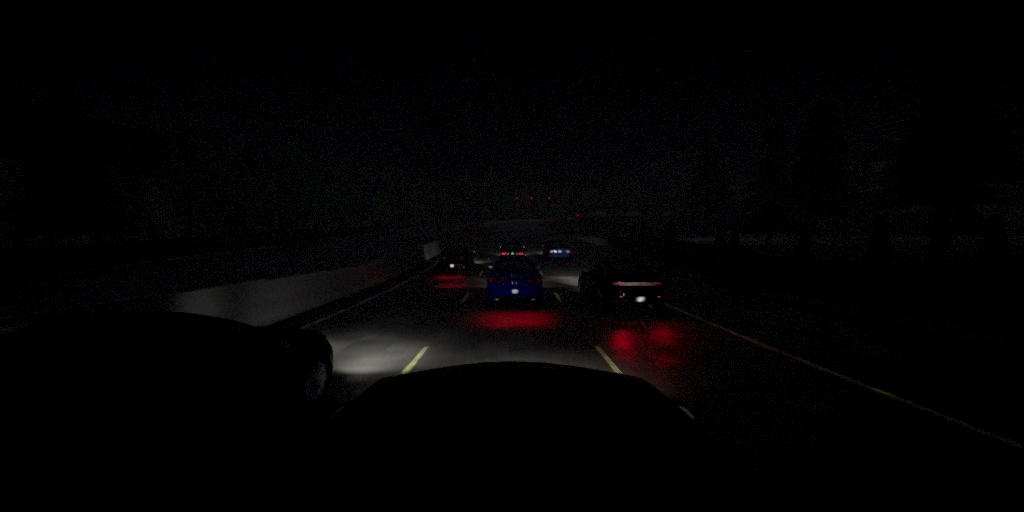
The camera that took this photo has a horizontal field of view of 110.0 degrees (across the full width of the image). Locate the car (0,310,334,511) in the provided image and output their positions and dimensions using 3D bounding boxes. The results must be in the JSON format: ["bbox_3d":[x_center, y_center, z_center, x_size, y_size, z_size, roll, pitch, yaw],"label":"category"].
[{"bbox_3d":[-3.401,1.232,3.087,1.837,1.490,4.892,0,1,0],"label":"car"}]

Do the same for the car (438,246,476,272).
[{"bbox_3d":[-3.449,0.069,22.922,1.837,1.490,4.892,0,6,0],"label":"car"}]

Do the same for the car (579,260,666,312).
[{"bbox_3d":[3.593,0.875,12.437,2.128,1.511,4.902,0,3,0],"label":"car"}]

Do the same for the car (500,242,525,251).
[{"bbox_3d":[0.027,-0.403,27.549,2.033,1.411,5.357,0,7,0],"label":"car"}]

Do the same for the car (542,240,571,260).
[{"bbox_3d":[3.521,-0.568,29.017,2.033,1.411,5.357,0,6,0],"label":"car"}]

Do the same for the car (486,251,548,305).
[{"bbox_3d":[0.091,0.791,13.610,1.882,1.535,5.008,0,4,0],"label":"car"}]
